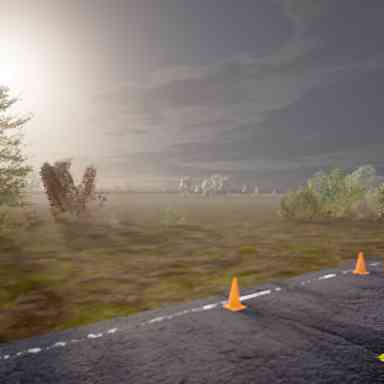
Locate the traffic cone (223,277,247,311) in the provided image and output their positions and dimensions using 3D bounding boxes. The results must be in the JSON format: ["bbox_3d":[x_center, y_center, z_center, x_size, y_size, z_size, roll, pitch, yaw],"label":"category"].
[{"bbox_3d":[0.856,1.988,6.602,0.340,0.580,0.340,0,0,-36],"label":"traffic cone"}]

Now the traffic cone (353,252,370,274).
[{"bbox_3d":[4.855,2.022,9.557,0.340,0.580,0.340,1,0,-37],"label":"traffic cone"}]
